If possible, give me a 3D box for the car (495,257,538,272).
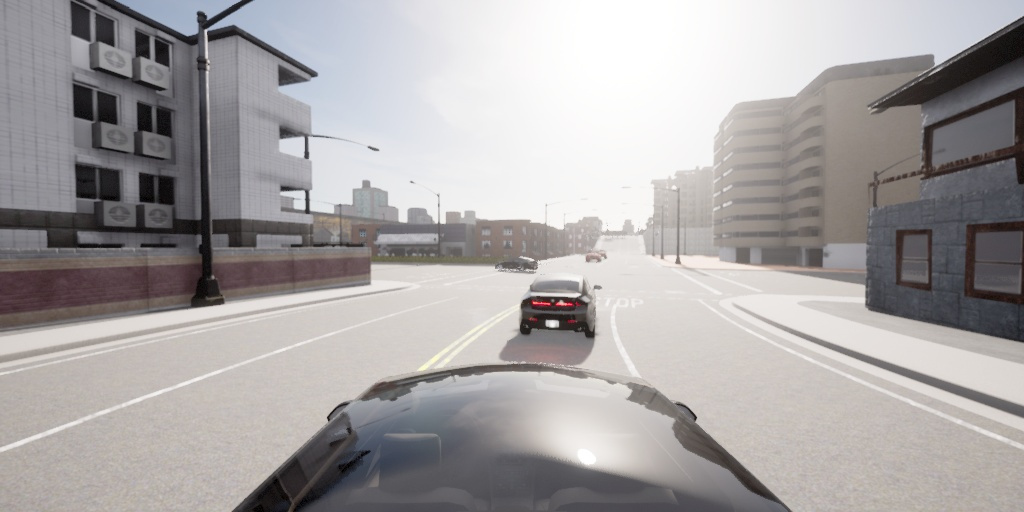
[{"bbox_3d":[0.425,0.842,37.842,4.892,1.490,1.837,1,-1,39],"label":"car"}]

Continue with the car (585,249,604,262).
[{"bbox_3d":[13.736,-0.046,60.499,2.150,2.045,5.566,0,2,19],"label":"car"}]

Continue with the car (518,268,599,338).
[{"bbox_3d":[1.461,1.240,10.309,1.837,1.490,4.892,0,0,14],"label":"car"}]
